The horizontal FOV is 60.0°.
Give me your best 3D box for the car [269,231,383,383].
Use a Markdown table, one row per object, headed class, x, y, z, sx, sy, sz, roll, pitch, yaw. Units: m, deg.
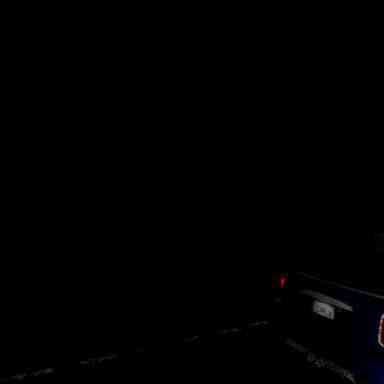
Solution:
| class | x | y | z | sx | sy | sz | roll | pitch | yaw |
| --- | --- | --- | --- | --- | --- | --- | --- | --- | --- |
| car | 3.394 | 1.362 | 4.758 | 4.553 | 1.767 | 2.097 | 0 | 0 | -27 |
